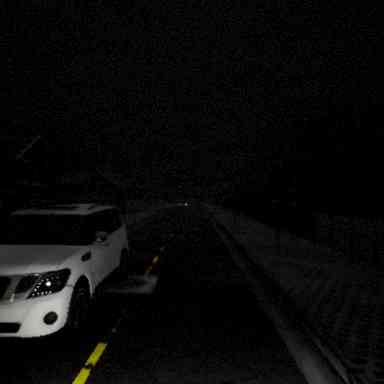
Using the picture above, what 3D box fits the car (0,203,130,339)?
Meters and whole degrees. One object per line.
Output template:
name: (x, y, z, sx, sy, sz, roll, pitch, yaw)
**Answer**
car: (-2.799, 1.297, 7.067, 2.150, 2.045, 5.566, 0, -1, 1)
